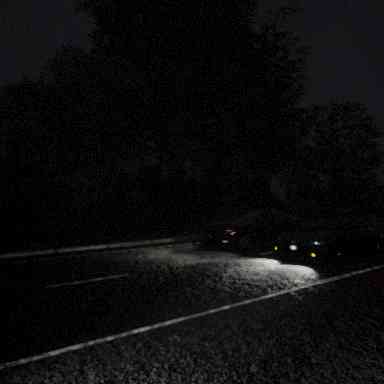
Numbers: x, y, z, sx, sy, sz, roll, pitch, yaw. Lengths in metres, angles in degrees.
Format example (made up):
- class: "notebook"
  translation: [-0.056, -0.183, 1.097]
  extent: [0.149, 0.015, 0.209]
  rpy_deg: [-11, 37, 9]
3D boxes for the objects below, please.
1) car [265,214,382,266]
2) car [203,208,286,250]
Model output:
- class: "car"
  translation: [4.847, 1.584, 11.745]
  extent: [4.181, 1.385, 1.994]
  rpy_deg: [0, 0, -35]
- class: "car"
  translation: [2.771, 1.498, 14.564]
  extent: [5.008, 1.535, 1.882]
  rpy_deg: [0, 0, -35]
